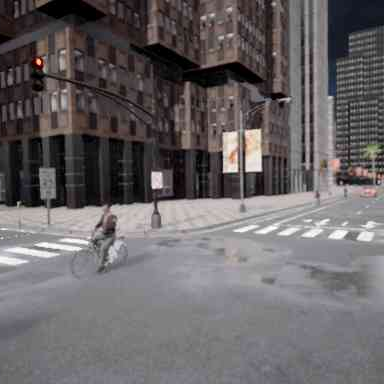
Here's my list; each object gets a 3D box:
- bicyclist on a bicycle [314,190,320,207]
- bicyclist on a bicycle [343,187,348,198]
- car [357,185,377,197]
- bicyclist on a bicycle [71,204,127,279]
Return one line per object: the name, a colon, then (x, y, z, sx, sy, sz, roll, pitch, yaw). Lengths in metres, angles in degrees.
bicyclist on a bicycle: (11.477, 0.595, 30.423, 0.582, 1.620, 1.656, 0, 2, 32)
bicyclist on a bicycle: (21.140, 0.120, 45.842, 0.582, 1.620, 1.656, 0, 2, 32)
car: (27.171, -0.177, 51.229, 2.097, 1.767, 4.553, 0, 2, 32)
bicyclist on a bicycle: (-2.304, 1.195, 8.427, 0.659, 1.776, 1.843, 0, 2, 32)
